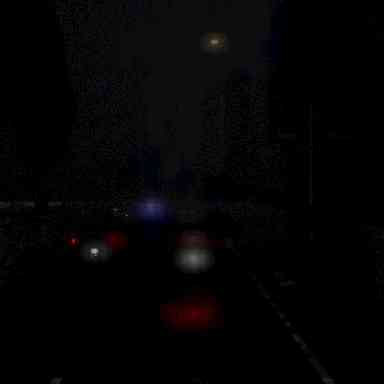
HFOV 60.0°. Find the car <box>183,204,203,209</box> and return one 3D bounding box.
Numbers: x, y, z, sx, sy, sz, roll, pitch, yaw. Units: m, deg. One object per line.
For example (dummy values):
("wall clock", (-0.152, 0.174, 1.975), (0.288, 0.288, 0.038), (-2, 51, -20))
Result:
("car", (0.094, 1.620, 25.758), (2.033, 1.411, 5.357), (0, 0, 1))

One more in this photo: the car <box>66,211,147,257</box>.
("car", (-3.164, 1.635, 13.086), (1.895, 1.301, 4.718), (0, 0, 1))

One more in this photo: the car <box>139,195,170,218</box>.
("car", (-3.128, 1.305, 28.443), (2.150, 2.045, 5.566), (0, 0, 1))

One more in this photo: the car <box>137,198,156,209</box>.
("car", (-6.492, 1.648, 48.045), (2.128, 1.511, 4.902), (0, 0, 0))

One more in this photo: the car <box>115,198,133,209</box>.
("car", (-9.741, 1.662, 48.052), (1.837, 1.490, 4.892), (0, 0, 0))

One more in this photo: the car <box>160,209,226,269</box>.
("car", (0.070, 1.534, 11.277), (1.837, 1.490, 4.892), (0, 0, 0))
